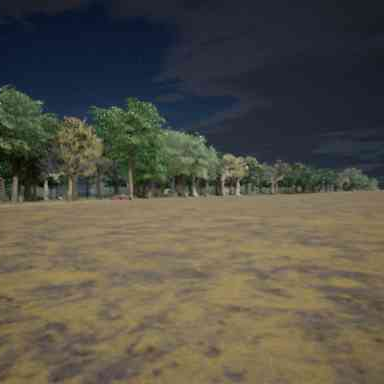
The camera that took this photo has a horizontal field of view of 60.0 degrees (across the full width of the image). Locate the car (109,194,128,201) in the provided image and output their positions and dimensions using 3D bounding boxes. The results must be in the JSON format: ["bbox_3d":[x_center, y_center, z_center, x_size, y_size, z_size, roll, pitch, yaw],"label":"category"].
[{"bbox_3d":[-15.680,1.210,71.199,1.812,1.442,4.674,-3,-1,36],"label":"car"}]
